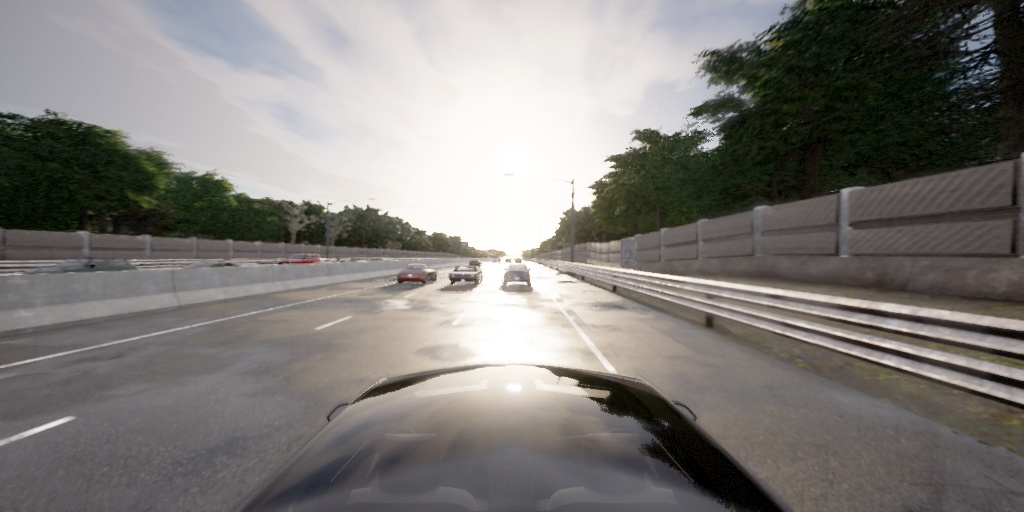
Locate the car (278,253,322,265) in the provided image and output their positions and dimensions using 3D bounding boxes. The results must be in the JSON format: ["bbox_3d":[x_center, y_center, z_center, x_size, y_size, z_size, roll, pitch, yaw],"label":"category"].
[{"bbox_3d":[-23.875,0.712,40.661,2.150,2.045,5.566,1,0,2],"label":"car"}]

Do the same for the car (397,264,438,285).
[{"bbox_3d":[-6.637,1.240,25.497,1.994,1.385,4.181,1,0,1],"label":"car"}]

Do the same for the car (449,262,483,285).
[{"bbox_3d":[-3.138,1.315,25.459,1.895,1.301,4.718,1,0,1],"label":"car"}]

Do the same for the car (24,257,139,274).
[{"bbox_3d":[-24.308,0.837,20.431,2.097,1.767,4.553,1,0,1],"label":"car"}]

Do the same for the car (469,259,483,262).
[{"bbox_3d":[-6.021,1.188,59.045,1.837,1.490,4.892,1,0,1],"label":"car"}]

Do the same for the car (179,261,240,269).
[{"bbox_3d":[-17.313,1.068,20.342,1.837,1.490,4.892,1,0,1],"label":"car"}]

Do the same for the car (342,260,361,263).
[{"bbox_3d":[-16.962,1.129,38.137,1.994,1.385,4.181,1,0,1],"label":"car"}]

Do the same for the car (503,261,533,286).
[{"bbox_3d":[0.362,1.278,25.351,1.812,1.442,4.674,1,0,1],"label":"car"}]
